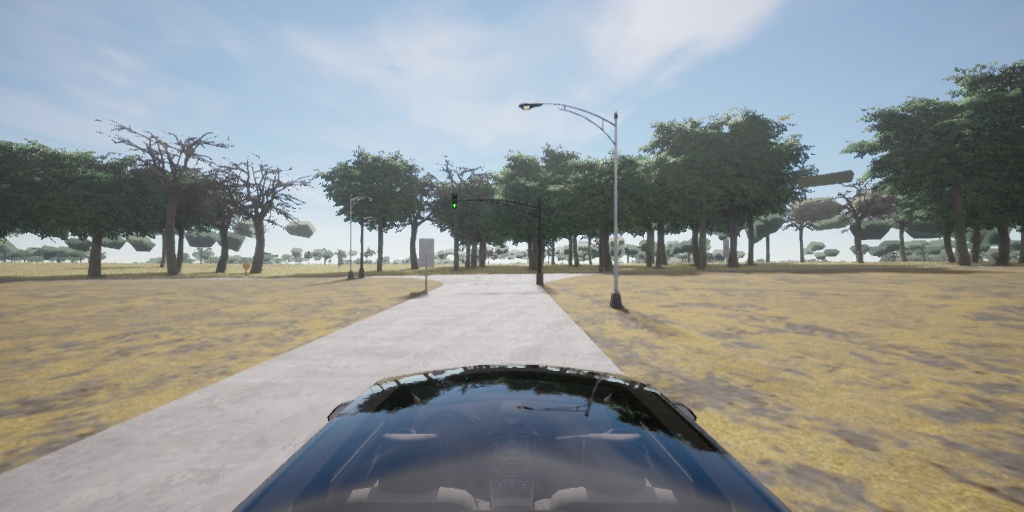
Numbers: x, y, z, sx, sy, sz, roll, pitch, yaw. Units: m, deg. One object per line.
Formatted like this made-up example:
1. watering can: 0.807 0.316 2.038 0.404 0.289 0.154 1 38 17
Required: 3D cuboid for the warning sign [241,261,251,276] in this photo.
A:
1. warning sign: -32.486 1.531 43.757 1.060 1.860 1.300 0 0 0
